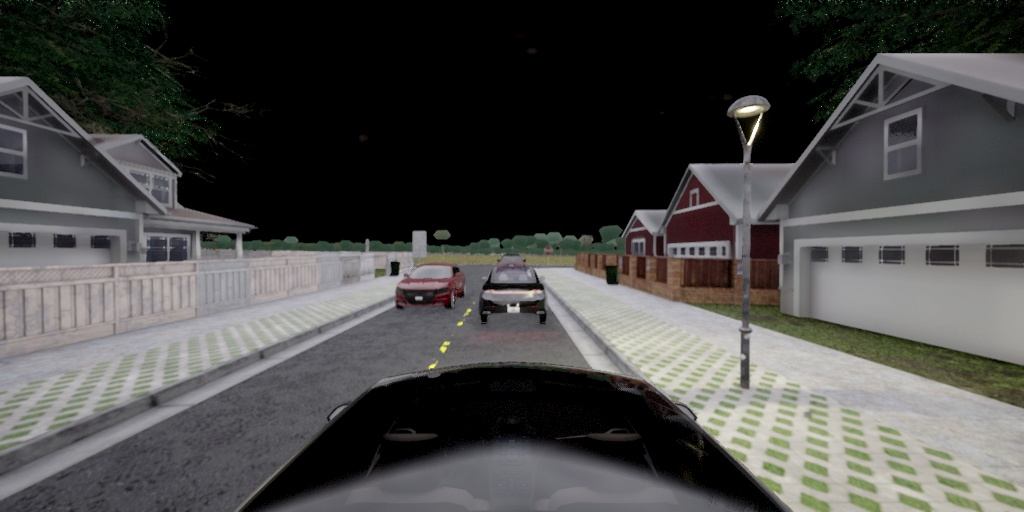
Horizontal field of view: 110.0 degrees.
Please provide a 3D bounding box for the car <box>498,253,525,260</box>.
[{"bbox_3d":[-0.037,0.643,26.138,2.097,1.767,4.553,0,1,0],"label":"car"}]

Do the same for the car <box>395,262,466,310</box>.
[{"bbox_3d":[-2.901,1.001,13.633,1.882,1.535,5.008,0,1,0],"label":"car"}]

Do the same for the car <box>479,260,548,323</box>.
[{"bbox_3d":[0.035,1.060,11.221,2.128,1.511,4.902,0,1,0],"label":"car"}]
